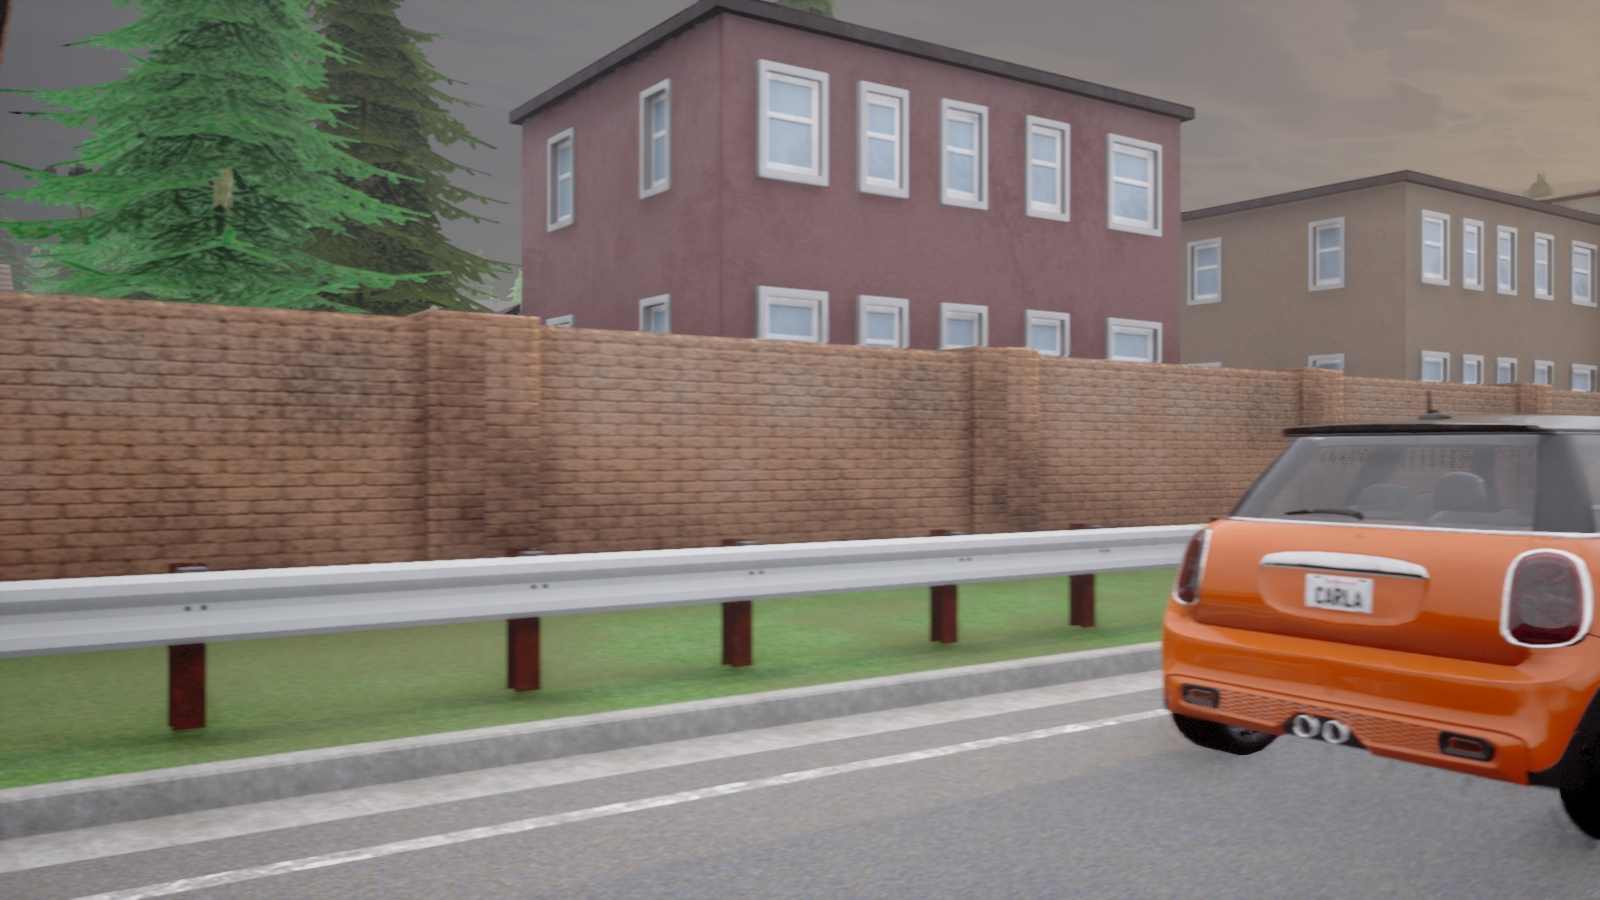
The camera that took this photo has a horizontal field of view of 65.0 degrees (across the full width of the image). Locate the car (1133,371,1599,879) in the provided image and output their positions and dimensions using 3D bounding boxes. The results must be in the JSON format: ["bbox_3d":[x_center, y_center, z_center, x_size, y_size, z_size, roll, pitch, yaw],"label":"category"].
[{"bbox_3d":[4.075,0.610,6.496,4.553,1.767,2.097,0,0,-35],"label":"car"}]
